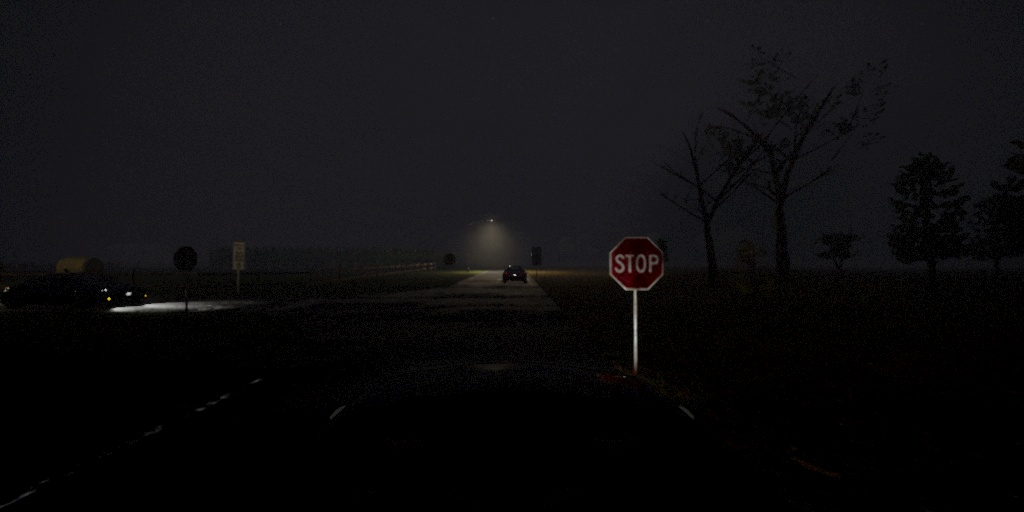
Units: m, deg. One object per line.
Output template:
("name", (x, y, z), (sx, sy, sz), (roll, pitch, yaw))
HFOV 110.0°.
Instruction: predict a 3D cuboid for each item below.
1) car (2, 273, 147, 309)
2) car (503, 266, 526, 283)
("car", (-17.733, 1.372, 14.691), (4.181, 1.385, 1.994), (0, -1, -1))
("car", (0.227, 1.533, 31.114), (1.994, 1.385, 4.181), (0, 0, 0))
